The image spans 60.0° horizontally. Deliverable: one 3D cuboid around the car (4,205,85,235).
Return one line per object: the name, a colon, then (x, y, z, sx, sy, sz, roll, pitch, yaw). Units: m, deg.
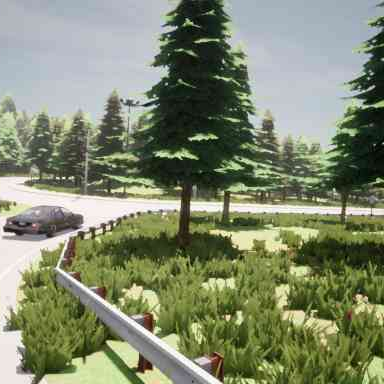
car: (-7.401, 1.412, 17.297, 2.033, 1.411, 5.357, 4, 1, 3)
